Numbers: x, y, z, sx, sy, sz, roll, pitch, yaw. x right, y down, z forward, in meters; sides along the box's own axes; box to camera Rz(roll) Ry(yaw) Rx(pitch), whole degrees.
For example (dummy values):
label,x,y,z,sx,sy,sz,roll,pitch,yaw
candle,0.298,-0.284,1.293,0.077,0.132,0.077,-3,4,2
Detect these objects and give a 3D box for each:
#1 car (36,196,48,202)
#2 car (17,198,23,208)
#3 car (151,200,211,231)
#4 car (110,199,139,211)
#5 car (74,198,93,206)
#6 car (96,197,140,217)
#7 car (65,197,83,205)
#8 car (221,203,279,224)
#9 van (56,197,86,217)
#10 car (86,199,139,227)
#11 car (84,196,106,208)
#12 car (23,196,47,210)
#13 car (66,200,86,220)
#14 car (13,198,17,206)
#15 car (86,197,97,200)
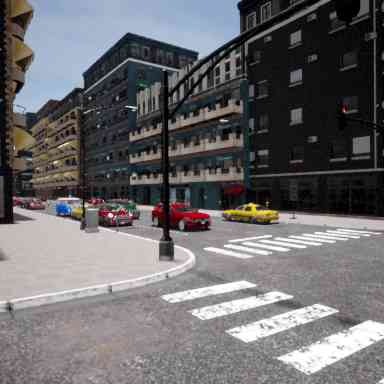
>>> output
label,x,y,z,sx,sy,sz,roll,pitch,yaw
car,-37.525,1.728,82.893,1.887,1.381,4.507,-1,1,-35
car,-25.076,1.769,50.989,1.947,1.339,4.313,-1,1,-35
car,-0.804,1.538,21.403,1.882,1.535,5.008,-1,0,-36
car,-8.617,1.581,42.331,2.008,1.369,4.403,-1,1,-35
car,-18.253,1.643,55.852,1.947,1.339,4.313,-1,1,-35
car,-6.320,1.437,29.131,2.097,1.767,4.553,-1,0,-35
car,-21.465,1.645,60.359,2.008,1.369,4.403,-1,1,-35
car,4.132,1.498,24.443,1.752,1.417,4.829,-1,1,-35
van,-12.232,1.483,32.960,1.690,1.788,3.998,-1,1,-35
car,-5.806,1.553,23.948,1.967,1.590,4.097,-1,1,-35
car,-15.043,1.502,51.344,1.967,1.590,4.097,-1,1,-35
car,-21.866,1.628,46.481,1.967,1.590,4.097,-1,1,-35
car,-8.918,1.652,28.317,1.752,1.417,4.829,-1,1,-35
car,-31.501,1.782,60.003,1.887,1.381,4.507,-1,1,-35
car,-13.086,1.607,38.653,2.128,1.511,4.902,-1,1,-35
